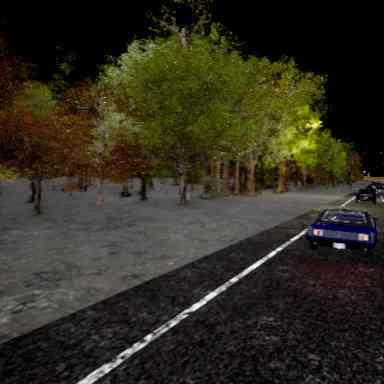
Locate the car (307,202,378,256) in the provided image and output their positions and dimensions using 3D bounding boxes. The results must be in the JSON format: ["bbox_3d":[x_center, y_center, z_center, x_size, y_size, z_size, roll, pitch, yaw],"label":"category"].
[{"bbox_3d":[5.385,1.227,11.613,1.895,1.301,4.718,4,3,29],"label":"car"}]

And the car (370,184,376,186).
[{"bbox_3d":[30.924,-0.155,57.772,1.837,1.490,4.892,4,3,29],"label":"car"}]

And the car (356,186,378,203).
[{"bbox_3d":[19.139,0.419,36.467,1.882,1.535,5.008,4,3,29],"label":"car"}]
